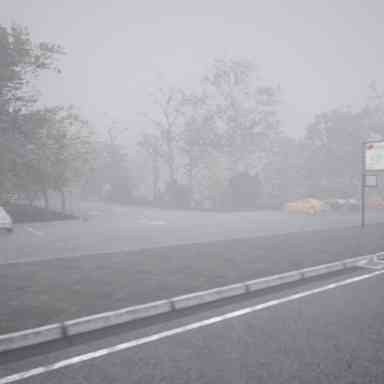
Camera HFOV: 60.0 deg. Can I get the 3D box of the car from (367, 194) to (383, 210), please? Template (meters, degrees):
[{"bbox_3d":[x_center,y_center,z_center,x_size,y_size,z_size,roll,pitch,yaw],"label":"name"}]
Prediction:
[{"bbox_3d":[23.347,1.409,43.102,2.185,1.767,4.553,1,0,-36],"label":"car"}]

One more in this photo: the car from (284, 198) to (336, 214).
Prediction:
[{"bbox_3d":[11.991,1.459,35.044,2.097,1.535,5.008,0,0,-35],"label":"car"}]

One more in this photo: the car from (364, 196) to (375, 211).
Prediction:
[{"bbox_3d":[18.792,1.535,39.896,2.002,1.452,4.674,0,0,-35],"label":"car"}]

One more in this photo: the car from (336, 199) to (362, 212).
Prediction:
[{"bbox_3d":[16.521,1.479,38.282,2.097,1.535,5.008,0,0,-35],"label":"car"}]

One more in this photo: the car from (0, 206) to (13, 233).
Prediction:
[{"bbox_3d":[-11.218,1.495,18.528,2.002,1.452,4.674,0,0,-35],"label":"car"}]
